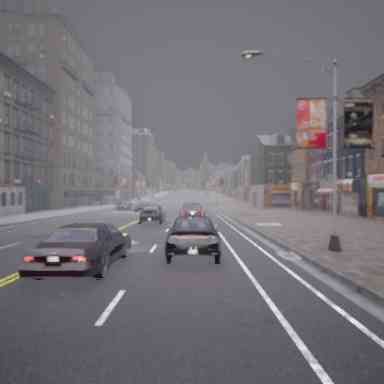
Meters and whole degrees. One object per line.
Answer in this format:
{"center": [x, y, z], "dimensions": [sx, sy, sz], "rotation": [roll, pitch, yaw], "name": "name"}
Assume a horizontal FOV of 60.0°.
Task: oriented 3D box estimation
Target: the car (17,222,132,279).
{"center": [-3.221, 1.645, 10.281], "dimensions": [2.033, 1.411, 5.357], "rotation": [0, -1, 1], "name": "car"}

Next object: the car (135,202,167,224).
{"center": [-3.193, 1.807, 27.493], "dimensions": [1.837, 1.490, 4.892], "rotation": [0, 0, 0], "name": "car"}

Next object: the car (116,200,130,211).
{"center": [-9.821, 2.005, 48.587], "dimensions": [1.837, 1.490, 4.892], "rotation": [0, 0, 0], "name": "car"}

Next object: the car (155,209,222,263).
{"center": [0.051, 1.613, 12.429], "dimensions": [2.128, 1.511, 4.902], "rotation": [0, -1, 1], "name": "car"}

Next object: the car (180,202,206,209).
{"center": [0.056, 1.651, 27.341], "dimensions": [2.097, 1.767, 4.553], "rotation": [0, -1, 0], "name": "car"}

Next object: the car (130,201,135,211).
{"center": [-6.595, 2.021, 45.184], "dimensions": [2.033, 1.411, 5.357], "rotation": [0, 0, 0], "name": "car"}
